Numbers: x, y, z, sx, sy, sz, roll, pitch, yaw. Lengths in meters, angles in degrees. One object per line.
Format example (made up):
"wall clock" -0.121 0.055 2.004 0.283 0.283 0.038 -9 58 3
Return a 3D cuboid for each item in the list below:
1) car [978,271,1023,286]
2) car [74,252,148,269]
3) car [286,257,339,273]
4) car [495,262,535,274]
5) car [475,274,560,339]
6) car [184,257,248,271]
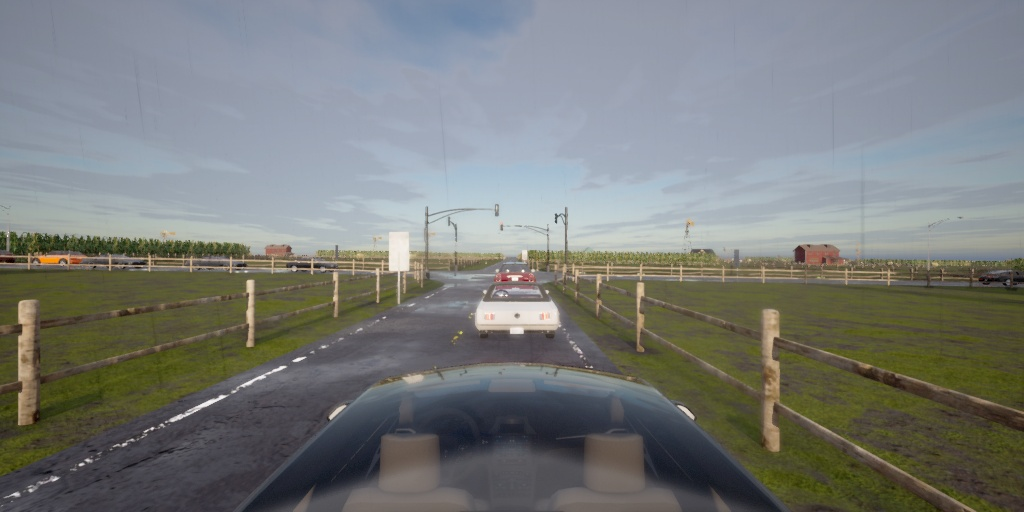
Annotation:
"car" 50.703 2.256 36.485 4.892 1.490 1.837 1 0 0
"car" -40.745 0.570 36.727 5.357 1.411 2.033 1 0 1
"car" -20.334 0.896 36.664 4.892 1.490 1.837 1 0 0
"car" 0.171 1.103 19.068 2.097 1.767 4.553 0 0 1
"car" 0.120 1.351 10.080 1.895 1.301 4.718 0 0 0
"car" -30.223 0.759 36.694 5.357 1.411 2.033 1 0 1
